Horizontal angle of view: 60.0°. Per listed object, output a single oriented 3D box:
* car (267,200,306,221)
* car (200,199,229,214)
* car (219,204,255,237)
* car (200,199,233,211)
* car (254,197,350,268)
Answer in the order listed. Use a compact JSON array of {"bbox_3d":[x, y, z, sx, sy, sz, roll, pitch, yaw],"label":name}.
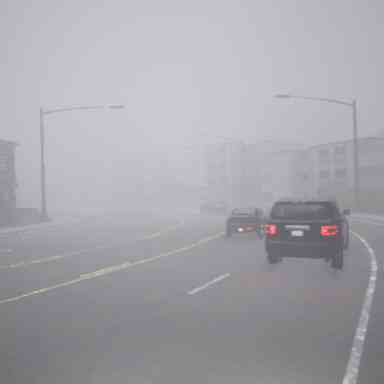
[{"bbox_3d":[7.878,1.470,28.313,1.882,1.535,5.008,-1,0,1],"label":"car"},{"bbox_3d":[2.419,1.715,39.100,2.128,1.511,4.902,-1,-1,-19],"label":"car"},{"bbox_3d":[3.112,1.555,18.289,1.837,1.490,4.892,-1,0,19],"label":"car"},{"bbox_3d":[3.227,1.740,45.491,2.128,1.511,4.902,-1,-1,-29],"label":"car"},{"bbox_3d":[4.087,1.194,11.433,2.150,2.045,5.566,-2,0,27],"label":"car"}]
